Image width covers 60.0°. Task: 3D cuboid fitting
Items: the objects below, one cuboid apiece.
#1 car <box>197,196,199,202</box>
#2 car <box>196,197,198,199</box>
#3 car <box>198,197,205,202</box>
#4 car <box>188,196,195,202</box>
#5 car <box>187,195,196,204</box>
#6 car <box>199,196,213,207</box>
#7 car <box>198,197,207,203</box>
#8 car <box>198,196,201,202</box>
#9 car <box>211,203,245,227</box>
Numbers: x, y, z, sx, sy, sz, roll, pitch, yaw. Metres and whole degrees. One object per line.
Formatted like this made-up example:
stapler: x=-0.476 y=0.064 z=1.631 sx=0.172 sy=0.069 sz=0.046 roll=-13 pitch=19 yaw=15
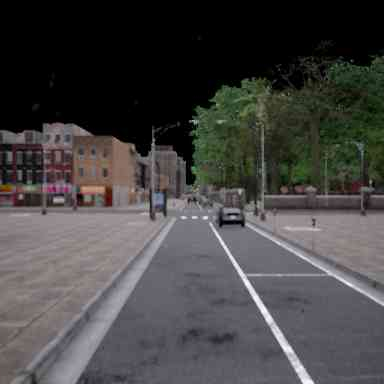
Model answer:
car: x=2.614 y=1.943 z=66.818 sx=2.008 sy=1.369 sz=4.403 roll=-1 pitch=-1 yaw=0
car: x=2.608 y=1.758 z=72.270 sx=2.192 sy=1.841 sz=5.009 roll=-1 pitch=-1 yaw=0
car: x=2.605 y=2.108 z=94.069 sx=1.967 sy=1.590 sz=4.097 roll=-1 pitch=-1 yaw=0
car: x=-0.015 y=1.965 z=90.896 sx=1.837 sy=1.490 sz=4.892 roll=0 pitch=-1 yaw=0
car: x=-0.013 y=1.741 z=80.508 sx=2.150 sy=2.045 sz=5.566 roll=0 pitch=-1 yaw=0
car: x=2.617 y=1.851 z=55.918 sx=2.008 sy=1.369 sz=4.403 roll=-1 pitch=0 yaw=0
car: x=2.608 y=1.991 z=83.170 sx=1.967 sy=1.590 sz=4.097 roll=-1 pitch=-1 yaw=0
car: x=2.615 y=1.872 z=61.537 sx=1.752 sy=1.417 sz=4.829 roll=-1 pitch=0 yaw=0
car: x=2.624 y=1.658 z=23.404 sx=1.947 sy=1.339 sz=4.313 roll=-1 pitch=0 yaw=0
